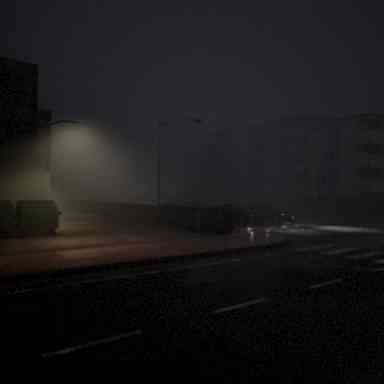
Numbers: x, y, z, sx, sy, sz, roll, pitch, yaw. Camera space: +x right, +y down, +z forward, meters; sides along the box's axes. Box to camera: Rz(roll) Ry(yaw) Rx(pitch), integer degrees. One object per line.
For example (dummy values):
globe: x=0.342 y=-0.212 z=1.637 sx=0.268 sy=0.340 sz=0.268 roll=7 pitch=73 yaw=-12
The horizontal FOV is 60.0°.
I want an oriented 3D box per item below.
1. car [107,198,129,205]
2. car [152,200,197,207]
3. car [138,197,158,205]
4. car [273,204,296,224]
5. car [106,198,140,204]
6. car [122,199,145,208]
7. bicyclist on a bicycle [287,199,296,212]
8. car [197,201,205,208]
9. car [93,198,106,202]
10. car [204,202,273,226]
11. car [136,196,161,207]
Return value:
car: x=-14.382 y=1.833 z=64.895 sx=4.181 sy=1.385 sz=1.994 roll=0 pitch=0 yaw=38
car: x=-1.811 y=1.745 z=32.769 sx=1.994 sy=1.385 sz=4.181 roll=1 pitch=0 yaw=-35
car: x=-6.765 y=1.569 z=45.637 sx=2.097 sy=1.767 sz=4.553 roll=1 pitch=0 yaw=-36
car: x=6.300 y=1.709 z=27.537 sx=2.128 sy=1.511 sz=4.902 roll=1 pitch=0 yaw=-37
car: x=-8.939 y=1.782 z=42.697 sx=1.895 sy=1.301 sz=4.718 roll=1 pitch=0 yaw=-36
car: x=-9.759 y=1.815 z=55.455 sx=1.994 sy=1.385 sz=4.181 roll=1 pitch=0 yaw=-40
bicyclist on a bicycle: x=11.611 y=1.631 z=38.905 sx=1.656 sy=1.620 sz=0.582 roll=0 pitch=0 yaw=-36
car: x=0.856 y=1.722 z=35.054 sx=1.837 sy=1.490 sz=4.892 roll=1 pitch=0 yaw=-36
car: x=-16.595 y=1.836 z=62.175 sx=4.718 sy=1.301 sz=1.895 roll=0 pitch=0 yaw=34
car: x=3.427 y=1.658 z=25.454 sx=1.882 sy=1.535 sz=5.008 roll=1 pitch=0 yaw=-36
car: x=-7.626 y=1.638 z=58.280 sx=2.097 sy=1.767 sz=4.553 roll=1 pitch=0 yaw=-41
